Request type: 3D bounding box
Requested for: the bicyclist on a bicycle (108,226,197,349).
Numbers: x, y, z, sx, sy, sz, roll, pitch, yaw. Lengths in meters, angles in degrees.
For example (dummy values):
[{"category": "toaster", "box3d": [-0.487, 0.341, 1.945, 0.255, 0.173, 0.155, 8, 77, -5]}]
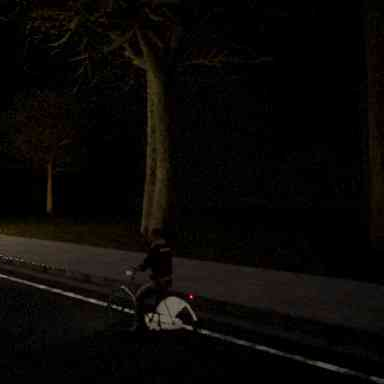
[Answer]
[{"category": "bicyclist on a bicycle", "box3d": [-0.706, 1.406, 5.159, 1.843, 1.776, 0.659, 0, 0, 35]}]
